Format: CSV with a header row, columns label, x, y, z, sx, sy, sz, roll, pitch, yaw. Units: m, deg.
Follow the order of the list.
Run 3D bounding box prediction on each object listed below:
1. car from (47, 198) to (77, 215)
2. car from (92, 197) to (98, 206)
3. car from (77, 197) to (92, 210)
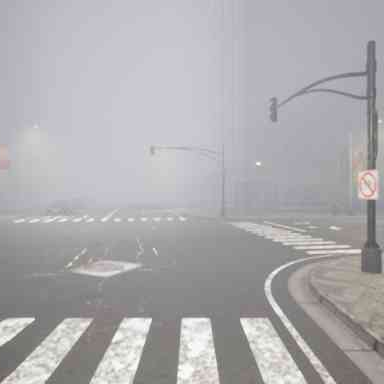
label,x,y,z,sx,sy,sz,roll,pitch,yaw
car,-13.206,1.526,33.509,1.812,1.442,4.674,0,0,-10
car,-16.698,1.575,55.110,1.994,1.385,4.181,0,0,-9
car,-14.874,1.482,43.832,1.882,1.535,5.008,0,0,-9
